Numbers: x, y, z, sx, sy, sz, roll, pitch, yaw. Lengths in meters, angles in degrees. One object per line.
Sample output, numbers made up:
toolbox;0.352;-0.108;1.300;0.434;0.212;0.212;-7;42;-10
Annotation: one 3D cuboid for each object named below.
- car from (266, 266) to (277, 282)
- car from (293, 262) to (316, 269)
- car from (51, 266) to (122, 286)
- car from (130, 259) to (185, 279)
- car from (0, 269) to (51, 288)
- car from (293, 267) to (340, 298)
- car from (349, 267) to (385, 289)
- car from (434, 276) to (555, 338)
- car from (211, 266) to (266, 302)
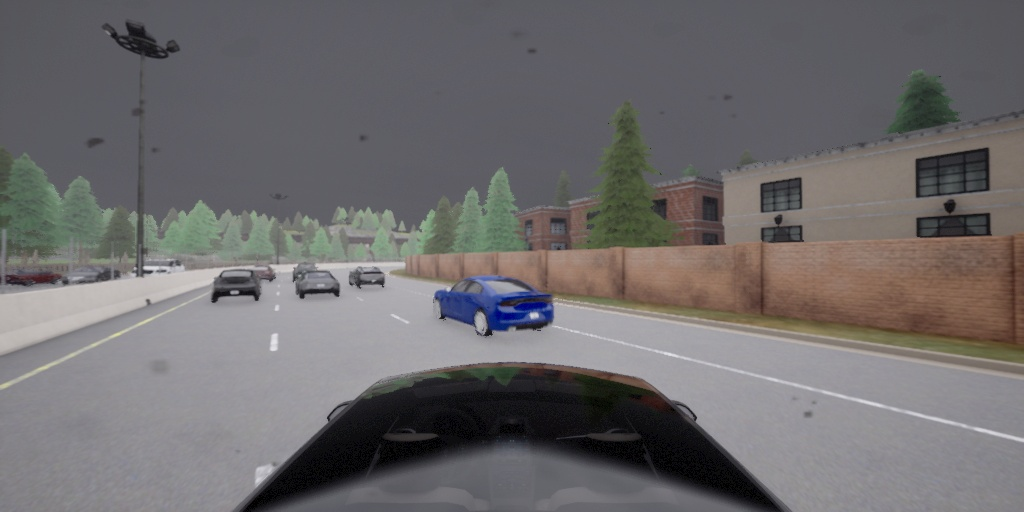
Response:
car;-22.958;1.612;33.029;1.812;1.442;4.674;0;-1;-29
car;-19.571;1.455;34.143;2.097;1.767;4.553;0;-1;-29
car;-32.182;1.504;27.606;2.128;1.511;4.902;0;-1;-29
car;-29.672;1.269;30.245;2.150;2.045;5.566;0;-1;-29
car;-35.325;1.590;26.053;1.895;1.301;4.718;0;-1;-29
car;-10.998;1.517;20.275;1.994;1.385;4.181;1;-1;-33
car;-10.645;1.513;26.191;2.128;1.511;4.902;1;-1;-33
car;-0.788;1.333;10.876;1.882;1.535;5.008;1;-1;-33
car;-13.888;1.431;18.296;1.837;1.490;4.892;1;-1;-33
